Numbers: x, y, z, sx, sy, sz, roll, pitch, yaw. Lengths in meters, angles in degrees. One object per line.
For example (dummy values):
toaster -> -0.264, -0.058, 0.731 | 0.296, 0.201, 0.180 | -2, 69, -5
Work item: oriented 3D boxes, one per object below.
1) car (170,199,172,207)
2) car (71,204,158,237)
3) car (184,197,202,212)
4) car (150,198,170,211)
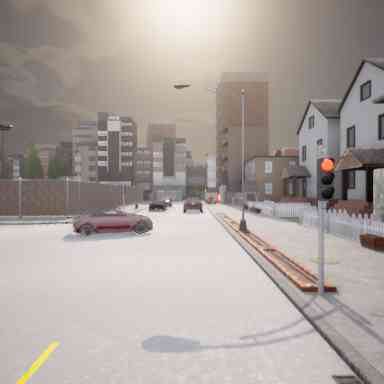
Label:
car -> -4.078, 1.547, 50.539 | 1.994, 1.385, 4.181 | 0, 0, 0
car -> -4.262, 1.558, 17.864 | 4.181, 1.385, 1.994 | 0, 0, -22
car -> 0.118, 1.339, 38.769 | 2.097, 1.767, 4.553 | 0, 0, 0
car -> -4.092, 1.587, 40.470 | 1.895, 1.301, 4.718 | 0, 0, 0
